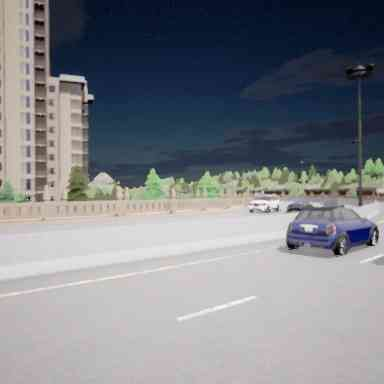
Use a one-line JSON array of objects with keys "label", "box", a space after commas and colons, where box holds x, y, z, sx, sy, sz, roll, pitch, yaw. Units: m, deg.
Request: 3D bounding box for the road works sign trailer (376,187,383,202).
[{"label": "road works sign trailer", "box": [44.384, 0.717, 77.678, 2.380, 3.560, 2.880, -1, 0, 17]}]

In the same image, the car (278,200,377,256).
[{"label": "car", "box": [5.764, 1.364, 13.441, 4.553, 1.767, 2.097, 0, 0, -43]}]

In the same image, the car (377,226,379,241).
[{"label": "car", "box": [8.146, 1.484, 10.872, 4.902, 1.511, 2.128, 0, 0, -43]}]

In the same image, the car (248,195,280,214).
[{"label": "car", "box": [8.404, 1.347, 38.174, 2.150, 2.045, 5.566, 0, -1, 34]}]
